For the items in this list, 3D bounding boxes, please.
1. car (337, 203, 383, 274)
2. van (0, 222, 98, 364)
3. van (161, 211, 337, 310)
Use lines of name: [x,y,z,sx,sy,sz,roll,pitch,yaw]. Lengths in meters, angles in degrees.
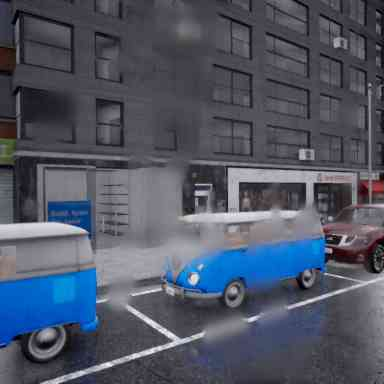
car: [5.830,1.311,10.740,5.009,1.841,2.192,0,-1,-36]
van: [-3.247,1.341,4.228,3.998,1.788,1.690,0,-1,-36]
van: [1.292,1.340,7.484,3.998,1.788,1.690,0,-1,-36]
